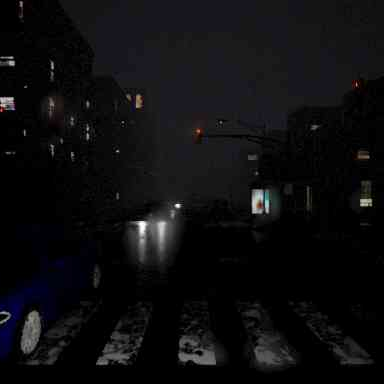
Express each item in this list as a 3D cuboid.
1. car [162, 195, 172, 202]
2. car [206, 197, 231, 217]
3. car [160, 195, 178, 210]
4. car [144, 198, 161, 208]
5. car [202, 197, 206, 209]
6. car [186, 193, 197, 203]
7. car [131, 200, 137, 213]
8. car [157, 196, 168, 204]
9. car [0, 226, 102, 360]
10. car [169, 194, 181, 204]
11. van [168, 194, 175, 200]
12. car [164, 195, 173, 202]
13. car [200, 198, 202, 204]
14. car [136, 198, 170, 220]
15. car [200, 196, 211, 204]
[{"bbox_3d":[-5.837,1.497,77.377,1.967,1.590,4.097,0,0,0],"label":"car"},{"bbox_3d":[2.627,1.446,31.832,1.967,1.590,4.097,0,0,0],"label":"car"},{"bbox_3d":[-3.171,1.492,42.451,1.882,1.535,5.008,0,1,0],"label":"car"},{"bbox_3d":[-5.784,1.571,48.895,2.008,1.369,4.403,0,0,0],"label":"car"},{"bbox_3d":[2.607,1.597,43.225,1.802,1.307,4.206,0,0,0],"label":"car"},{"bbox_3d":[-0.037,1.269,70.640,2.150,2.045,5.566,0,0,0],"label":"car"},{"bbox_3d":[-5.763,1.561,37.501,2.008,1.369,4.403,0,0,0],"label":"car"},{"bbox_3d":[-5.814,1.565,65.815,1.752,1.417,4.829,0,0,0],"label":"car"},{"bbox_3d":[-3.109,1.479,6.136,1.882,1.535,5.008,0,0,0],"label":"car"},{"bbox_3d":[-3.126,1.530,64.097,2.128,1.511,4.902,0,0,0],"label":"car"},{"bbox_3d":[-5.868,1.430,94.468,1.690,1.788,3.998,-1,0,0],"label":"van"},{"bbox_3d":[-5.846,1.592,82.904,1.752,1.417,4.829,-1,0,0],"label":"car"},{"bbox_3d":[2.597,1.571,48.923,2.008,1.369,4.403,0,0,0],"label":"car"},{"bbox_3d":[-3.151,1.508,27.867,1.837,1.490,4.892,0,0,0],"label":"car"},{"bbox_3d":[2.566,1.591,66.012,2.008,1.369,4.403,-1,0,0],"label":"car"}]
